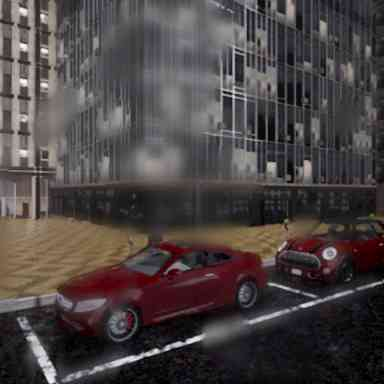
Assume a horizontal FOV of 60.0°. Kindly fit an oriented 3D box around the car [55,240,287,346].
[{"bbox_3d":[-0.344,1.613,6.326,4.206,1.307,1.802,1,-1,-36],"label":"car"}]

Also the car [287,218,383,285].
[{"bbox_3d":[4.281,1.525,9.631,4.097,1.590,1.967,1,-1,-36],"label":"car"}]
